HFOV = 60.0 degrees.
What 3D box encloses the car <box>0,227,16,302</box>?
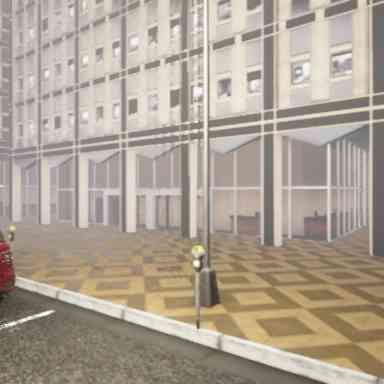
[{"bbox_3d":[-5.639,1.354,6.884,5.009,1.841,2.192,0,0,35],"label":"car"}]
